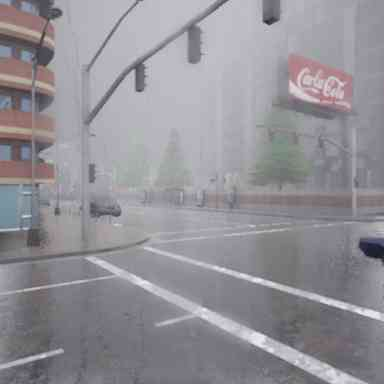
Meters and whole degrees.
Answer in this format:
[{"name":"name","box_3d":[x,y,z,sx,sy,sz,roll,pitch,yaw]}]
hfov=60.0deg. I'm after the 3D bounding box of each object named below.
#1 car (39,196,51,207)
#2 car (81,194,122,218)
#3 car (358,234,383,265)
[{"name":"car","box_3d":[-22.842,1.395,50.378,1.837,1.490,4.892,0,0,-36]},{"name":"car","box_3d":[-8.405,1.281,30.511,2.150,2.045,5.566,0,2,-36]},{"name":"car","box_3d":[7.253,1.609,8.964,1.895,1.301,4.718,0,0,-36]}]
